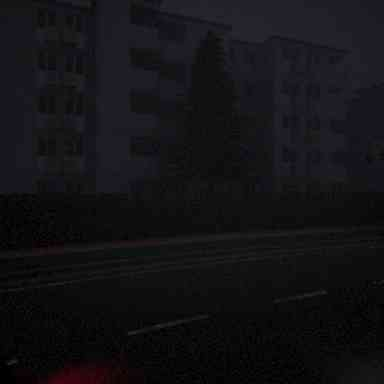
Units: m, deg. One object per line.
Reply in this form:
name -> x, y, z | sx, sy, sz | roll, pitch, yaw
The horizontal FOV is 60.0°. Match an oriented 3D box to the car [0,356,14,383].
car -> -3.671, 1.542, 1.267 | 5.357, 1.411, 2.033 | 0, 1, -36
